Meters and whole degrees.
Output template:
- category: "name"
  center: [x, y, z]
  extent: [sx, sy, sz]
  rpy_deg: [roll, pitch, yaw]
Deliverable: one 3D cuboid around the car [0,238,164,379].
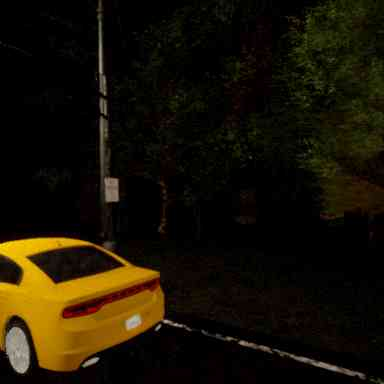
- category: "car"
  center: [-2.763, 1.540, 5.665]
  extent: [5.008, 1.535, 1.882]
  rpy_deg: [-1, 0, 35]
